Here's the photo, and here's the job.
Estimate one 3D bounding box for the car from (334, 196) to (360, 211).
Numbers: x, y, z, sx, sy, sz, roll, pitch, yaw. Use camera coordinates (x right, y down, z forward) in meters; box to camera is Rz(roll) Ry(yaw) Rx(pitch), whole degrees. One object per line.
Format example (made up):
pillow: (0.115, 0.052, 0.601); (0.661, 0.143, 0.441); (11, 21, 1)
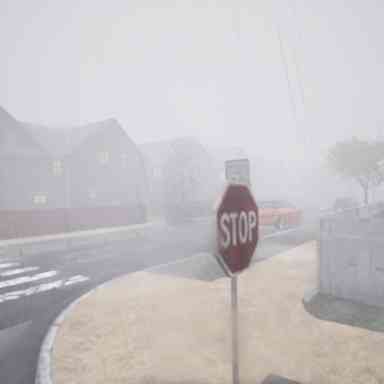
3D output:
car: (16.492, 1.234, 35.430); (1.837, 1.490, 4.892); (-2, -1, 37)

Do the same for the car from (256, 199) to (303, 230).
car: (5.007, 1.216, 19.989); (2.097, 1.767, 4.553); (-2, -1, 37)
